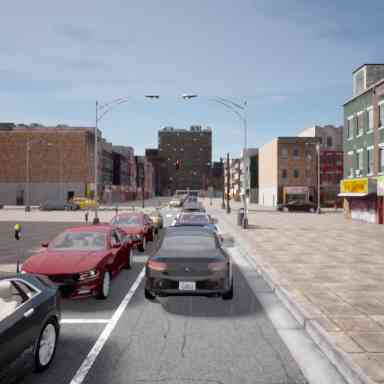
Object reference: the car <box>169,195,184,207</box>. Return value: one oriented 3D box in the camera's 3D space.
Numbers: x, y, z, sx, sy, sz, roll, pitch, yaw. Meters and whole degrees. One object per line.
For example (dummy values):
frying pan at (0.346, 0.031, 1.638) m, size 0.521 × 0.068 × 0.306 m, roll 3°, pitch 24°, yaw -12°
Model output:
car at (-2.544, 1.606, 51.212) m, size 1.752 × 1.417 × 4.829 m, roll 0°, pitch 0°, yaw 0°

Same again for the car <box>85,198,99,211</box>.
car at (-13.656, 1.444, 39.487) m, size 5.008 × 1.535 × 1.882 m, roll 0°, pitch 0°, yaw 0°

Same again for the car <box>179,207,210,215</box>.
car at (0.122, 1.611, 15.666) m, size 1.895 × 1.301 × 4.718 m, roll 0°, pitch 0°, yaw 0°

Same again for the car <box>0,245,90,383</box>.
car at (-2.628, 1.552, 2.942) m, size 2.008 × 1.369 × 4.403 m, roll 0°, pitch 0°, yaw 0°

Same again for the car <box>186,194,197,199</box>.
car at (0.138, 1.522, 77.743) m, size 2.097 × 1.767 × 4.553 m, roll 0°, pitch 0°, yaw 0°

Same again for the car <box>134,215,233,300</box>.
car at (-0.041, 1.529, 8.302) m, size 1.812 × 1.442 × 4.674 m, roll 0°, pitch 0°, yaw 1°

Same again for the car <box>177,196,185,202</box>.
car at (-2.496, 1.695, 78.431) m, size 1.752 × 1.417 × 4.829 m, roll 0°, pitch 0°, yaw 0°

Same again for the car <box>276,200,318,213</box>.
car at (12.521, 1.685, 39.575) m, size 5.008 × 1.535 × 1.882 m, roll 1°, pitch 0°, yaw 0°

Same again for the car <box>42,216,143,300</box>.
car at (-2.619, 1.548, 8.436) m, size 1.887 × 1.381 × 4.507 m, roll 0°, pitch 0°, yaw 0°

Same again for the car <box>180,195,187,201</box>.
car at (-2.466, 1.672, 94.935) m, size 1.967 × 1.590 × 4.097 m, roll 0°, pitch 0°, yaw 0°

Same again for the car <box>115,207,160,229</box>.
car at (-2.609, 1.553, 13.931) m, size 1.887 × 1.381 × 4.507 m, roll 0°, pitch 0°, yaw 0°

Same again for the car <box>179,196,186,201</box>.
car at (-2.476, 1.757, 89.490) m, size 1.887 × 1.381 × 4.507 m, roll 0°, pitch 0°, yaw 0°

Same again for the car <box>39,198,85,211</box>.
car at (-14.473, 1.505, 36.536) m, size 4.181 × 1.385 × 1.994 m, roll 0°, pitch 0°, yaw 0°

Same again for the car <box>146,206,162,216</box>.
car at (-2.600, 1.540, 19.255) m, size 1.752 × 1.417 × 4.829 m, roll 0°, pitch 0°, yaw 0°

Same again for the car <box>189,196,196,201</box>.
car at (0.164, 1.817, 92.089) m, size 1.895 × 1.301 × 4.718 m, roll 0°, pitch 0°, yaw 0°

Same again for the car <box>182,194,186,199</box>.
car at (-2.533, 1.411, 56.826) m, size 2.192 × 1.841 × 5.009 m, roll 0°, pitch 0°, yaw 0°

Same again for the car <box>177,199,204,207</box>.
car at (0.157, 1.530, 25.967) m, size 1.837 × 1.490 × 4.892 m, roll 0°, pitch 0°, yaw 2°

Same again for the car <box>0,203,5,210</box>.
car at (-23.224, 1.383, 36.508) m, size 4.892 × 1.490 × 1.837 m, roll 0°, pitch 0°, yaw 0°
